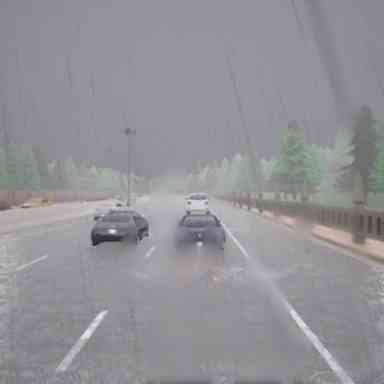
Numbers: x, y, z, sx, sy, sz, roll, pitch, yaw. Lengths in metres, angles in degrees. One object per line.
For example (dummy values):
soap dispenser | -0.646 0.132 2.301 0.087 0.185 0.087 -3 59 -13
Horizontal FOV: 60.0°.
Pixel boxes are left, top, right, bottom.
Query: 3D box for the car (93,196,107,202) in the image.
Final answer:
car | -20.780 1.520 74.926 1.895 1.301 4.718 0 0 -1

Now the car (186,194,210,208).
car | 0.581 1.168 32.792 2.150 2.045 5.566 0 0 1

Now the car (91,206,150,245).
car | -3.161 1.547 15.339 1.994 1.385 4.181 0 0 1

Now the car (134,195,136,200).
car | -13.884 1.304 85.981 1.837 1.490 4.892 0 0 -1

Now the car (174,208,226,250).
car | 0.316 1.578 14.154 1.895 1.301 4.718 0 0 1

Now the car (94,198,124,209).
car | -6.515 1.498 26.869 1.812 1.442 4.674 0 0 1

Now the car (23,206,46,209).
car | -17.065 1.459 36.564 1.882 1.535 5.008 0 0 1

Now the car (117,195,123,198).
car | -17.309 1.441 78.047 1.812 1.442 4.674 0 0 -1
